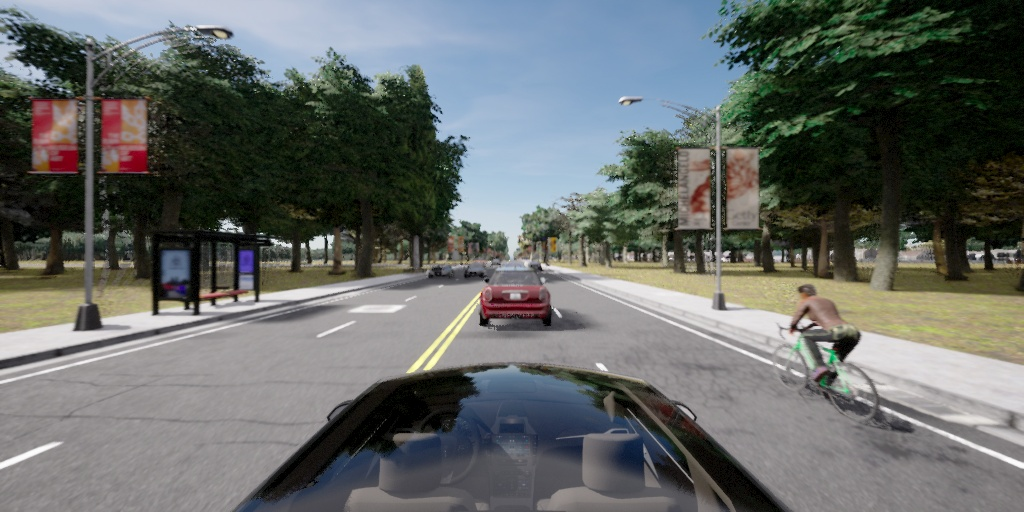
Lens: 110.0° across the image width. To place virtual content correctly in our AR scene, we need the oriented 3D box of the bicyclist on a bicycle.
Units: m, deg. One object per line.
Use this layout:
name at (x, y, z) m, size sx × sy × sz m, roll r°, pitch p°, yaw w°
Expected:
bicyclist on a bicycle at (4.143, 1.214, 4.875) m, size 0.582 × 1.620 × 1.656 m, roll 0°, pitch -1°, yaw 0°

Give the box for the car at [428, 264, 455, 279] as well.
car at (-6.594, 1.433, 33.975) m, size 1.994 × 1.385 × 4.181 m, roll 0°, pitch 0°, yaw 0°

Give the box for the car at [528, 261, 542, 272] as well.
car at (3.347, 1.465, 52.429) m, size 1.812 × 1.442 × 4.674 m, roll 0°, pitch 0°, yaw 0°

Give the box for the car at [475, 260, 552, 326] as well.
car at (0.099, 1.139, 12.044) m, size 2.097 × 1.767 × 4.553 m, roll 0°, pitch 0°, yaw 0°

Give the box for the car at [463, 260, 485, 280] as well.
car at (-3.346, 1.373, 33.353) m, size 1.837 × 1.490 × 4.892 m, roll 0°, pitch -1°, yaw 0°
